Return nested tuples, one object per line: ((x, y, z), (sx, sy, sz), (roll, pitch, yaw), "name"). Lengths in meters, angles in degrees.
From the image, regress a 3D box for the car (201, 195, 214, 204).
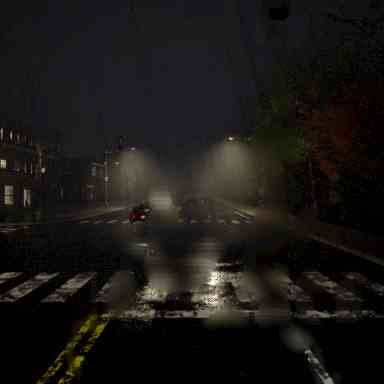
((3.205, 1.577, 63.231), (1.895, 1.301, 4.718), (0, 0, 0), "car")

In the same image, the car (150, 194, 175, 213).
((-3.434, 1.212, 37.705), (2.150, 2.045, 5.566), (0, 0, 0), "car")

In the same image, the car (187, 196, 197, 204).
((-0.048, 1.577, 63.236), (1.895, 1.301, 4.718), (0, 0, 0), "car")

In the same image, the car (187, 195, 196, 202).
((-0.160, 1.510, 74.673), (2.033, 1.411, 5.357), (0, 0, 0), "car")

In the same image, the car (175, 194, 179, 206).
((-3.450, 1.485, 51.310), (1.837, 1.490, 4.892), (0, 0, 0), "car")

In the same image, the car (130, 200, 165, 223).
((-3.404, 1.557, 24.997), (1.994, 1.385, 4.181), (0, 0, 0), "car")

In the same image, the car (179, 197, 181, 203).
((-3.407, 1.345, 67.293), (2.097, 1.767, 4.553), (0, 0, 0), "car")

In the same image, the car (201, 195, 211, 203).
((3.080, 1.494, 73.237), (2.128, 1.511, 4.902), (0, 0, 0), "car")
